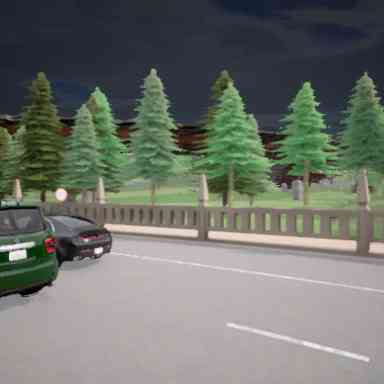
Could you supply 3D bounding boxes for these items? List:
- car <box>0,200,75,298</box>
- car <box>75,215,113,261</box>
[{"bbox_3d":[-5.330,1.192,7.171,5.566,2.045,2.150,0,0,31],"label":"car"},{"bbox_3d":[-4.807,1.454,10.866,4.892,1.490,1.837,0,0,30],"label":"car"}]
